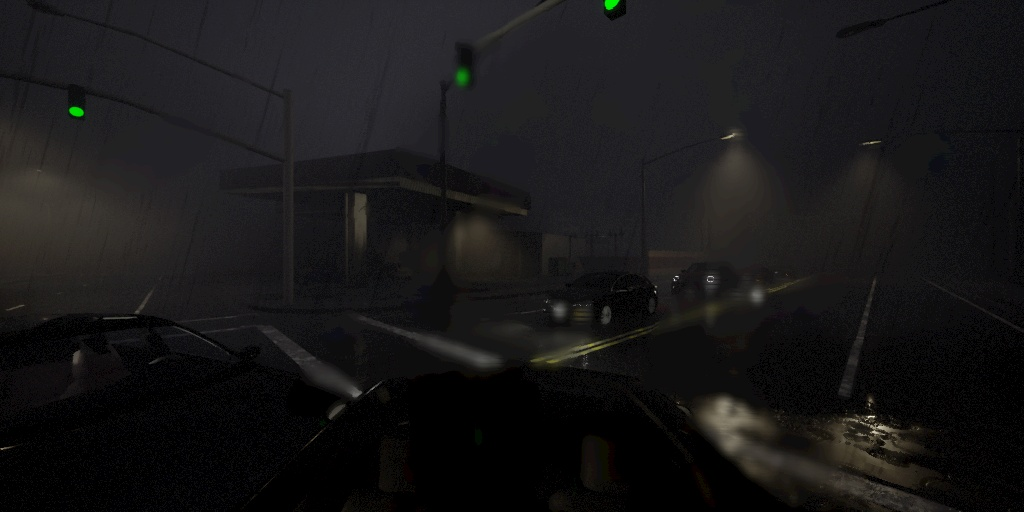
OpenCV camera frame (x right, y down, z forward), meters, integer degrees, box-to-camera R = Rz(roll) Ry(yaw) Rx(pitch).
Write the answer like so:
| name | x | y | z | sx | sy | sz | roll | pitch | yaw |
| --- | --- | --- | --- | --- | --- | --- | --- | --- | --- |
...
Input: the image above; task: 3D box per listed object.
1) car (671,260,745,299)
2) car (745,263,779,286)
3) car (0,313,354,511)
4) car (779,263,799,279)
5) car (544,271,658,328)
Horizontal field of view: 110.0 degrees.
| name | x | y | z | sx | sy | sz | roll | pitch | yaw |
| --- | --- | --- | --- | --- | --- | --- | --- | --- | --- |
| car | 9.959 | 1.104 | 18.350 | 4.553 | 1.767 | 2.097 | 0 | 0 | -44 |
| car | 16.976 | 1.316 | 25.169 | 1.994 | 1.385 | 4.181 | 0 | 0 | 45 |
| car | -3.387 | 1.241 | 2.659 | 4.902 | 1.511 | 2.128 | 0 | 0 | 16 |
| car | 24.201 | 1.317 | 32.129 | 4.181 | 1.385 | 1.994 | 0 | 0 | -44 |
| car | 3.032 | 1.256 | 11.594 | 4.892 | 1.490 | 1.837 | 0 | 0 | -45 |
